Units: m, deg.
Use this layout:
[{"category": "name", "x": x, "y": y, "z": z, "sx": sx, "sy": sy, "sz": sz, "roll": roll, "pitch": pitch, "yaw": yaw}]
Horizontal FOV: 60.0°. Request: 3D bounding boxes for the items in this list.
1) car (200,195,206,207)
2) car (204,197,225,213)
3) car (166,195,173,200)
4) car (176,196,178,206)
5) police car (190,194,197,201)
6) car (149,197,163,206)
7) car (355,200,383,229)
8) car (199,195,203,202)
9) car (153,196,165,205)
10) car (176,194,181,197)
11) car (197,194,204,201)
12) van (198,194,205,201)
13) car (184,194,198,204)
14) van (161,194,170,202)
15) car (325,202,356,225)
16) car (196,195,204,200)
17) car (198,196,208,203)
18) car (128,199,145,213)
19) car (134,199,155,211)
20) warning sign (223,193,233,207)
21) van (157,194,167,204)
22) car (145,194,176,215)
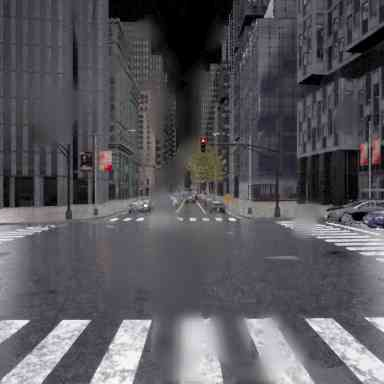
[{"category": "car", "x": 2.592, "y": 1.553, "z": 47.318, "sx": 1.887, "sy": 1.381, "sz": 4.507, "roll": 0, "pitch": 0, "yaw": 0}, {"category": "car", "x": 2.662, "y": 1.555, "z": 36.429, "sx": 2.008, "sy": 1.369, "sz": 4.403, "roll": 0, "pitch": 0, "yaw": 0}, {"category": "car", "x": -6.233, "y": 1.623, "z": 93.832, "sx": 1.802, "sy": 1.307, "sz": 4.206, "roll": 0, "pitch": 0, "yaw": 0}, {"category": "car", "x": -3.247, "y": 1.608, "z": 44.642, "sx": 1.895, "sy": 1.301, "sz": 4.718, "roll": 0, "pitch": 0, "yaw": 0}, {"category": "police car", "x": 0.452, "y": 1.463, "z": 90.604, "sx": 1.930, "sy": 1.638, "sz": 5.238, "roll": 0, "pitch": 0, "yaw": 0}, {"category": "car", "x": -5.989, "y": 1.578, "z": 55.941, "sx": 1.947, "sy": 1.339, "sz": 4.313, "roll": 0, "pitch": 0, "yaw": 0}, {"category": "car", "x": 11.619, "y": 1.289, "z": 17.720, "sx": 4.674, "sy": 1.442, "sz": 1.812, "roll": -1, "pitch": 0, "yaw": 0}, {"category": "car", "x": 2.557, "y": 1.561, "z": 52.762, "sx": 2.008, "sy": 1.369, "sz": 4.403, "roll": 0, "pitch": 0, "yaw": 0}, {"category": "car", "x": -6.023, "y": 1.541, "z": 61.184, "sx": 1.752, "sy": 1.417, "sz": 4.829, "roll": 0, "pitch": 0, "yaw": 0}, {"category": "car", "x": -3.301, "y": 1.538, "z": 54.683, "sx": 1.812, "sy": 1.442, "sz": 4.674, "roll": 0, "pitch": 0, "yaw": 0}, {"category": "car", "x": 2.493, "y": 1.567, "z": 62.634, "sx": 2.008, "sy": 1.369, "sz": 4.403, "roll": 0, "pitch": 0, "yaw": 0}, {"category": "van", "x": 2.356, "y": 1.372, "z": 83.790, "sx": 1.690, "sy": 1.788, "sz": 3.998, "roll": 0, "pitch": 0, "yaw": 0}, {"category": "car", "x": -0.287, "y": 1.544, "z": 65.595, "sx": 1.812, "sy": 1.442, "sz": 4.674, "roll": 0, "pitch": 0, "yaw": 0}, {"category": "van", "x": -6.129, "y": 1.368, "z": 77.594, "sx": 1.690, "sy": 1.788, "sz": 3.998, "roll": 0, "pitch": 0, "yaw": 0}, {"category": "car", "x": 11.023, "y": 1.261, "z": 21.146, "sx": 4.902, "sy": 1.511, "sz": 2.128, "roll": -1, "pitch": 0, "yaw": 3}, {"category": "car", "x": 2.289, "y": 1.592, "z": 94.367, "sx": 2.008, "sy": 1.369, "sz": 4.403, "roll": 0, "pitch": 0, "yaw": 0}, {"category": "car", "x": 2.425, "y": 1.589, "z": 73.213, "sx": 1.947, "sy": 1.339, "sz": 4.313, "roll": 0, "pitch": 0, "yaw": 0}, {"category": "car", "x": -5.863, "y": 1.556, "z": 36.377, "sx": 2.008, "sy": 1.369, "sz": 4.403, "roll": 0, "pitch": 0, "yaw": 0}, {"category": "car", "x": -5.895, "y": 1.557, "z": 41.370, "sx": 2.008, "sy": 1.369, "sz": 4.403, "roll": 0, "pitch": 0, "yaw": 0}, {"category": "warning sign", "x": 4.912, "y": 1.123, "z": 45.519, "sx": 1.300, "sy": 1.860, "sz": 1.060, "roll": 0, "pitch": 0, "yaw": 0}, {"category": "van", "x": -6.059, "y": 1.360, "z": 66.767, "sx": 1.690, "sy": 1.788, "sz": 3.998, "roll": 0, "pitch": 0, "yaw": 0}, {"category": "car", "x": -3.183, "y": 1.226, "z": 34.690, "sx": 2.150, "sy": 2.045, "sz": 5.566, "roll": 0, "pitch": 0, "yaw": 0}]
